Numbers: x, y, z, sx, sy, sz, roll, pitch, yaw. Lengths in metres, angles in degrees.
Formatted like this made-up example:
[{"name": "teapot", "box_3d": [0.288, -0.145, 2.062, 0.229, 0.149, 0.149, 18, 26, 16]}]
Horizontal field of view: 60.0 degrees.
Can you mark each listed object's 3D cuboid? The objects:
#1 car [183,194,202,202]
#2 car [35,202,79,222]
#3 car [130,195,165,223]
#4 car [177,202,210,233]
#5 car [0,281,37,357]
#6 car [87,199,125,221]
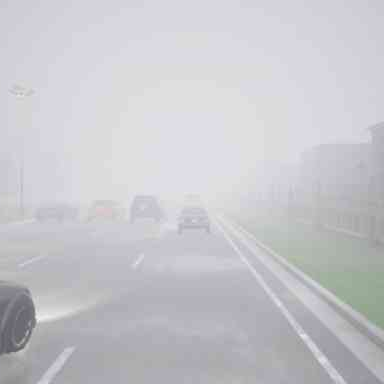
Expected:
[{"name": "car", "box_3d": [0.099, 1.237, 41.513, 2.150, 2.045, 5.566, 0, 0, 0]}, {"name": "car", "box_3d": [-10.400, 1.502, 26.020, 2.128, 1.511, 4.902, 0, 0, 0]}, {"name": "car", "box_3d": [-3.400, 1.232, 25.889, 2.150, 2.045, 5.566, 0, 0, 0]}, {"name": "car", "box_3d": [0.099, 1.555, 19.881, 2.033, 1.411, 5.357, 0, 0, 0]}, {"name": "car", "box_3d": [-3.399, 1.565, 3.489, 1.994, 1.385, 4.181, 0, 0, 0]}, {"name": "car", "box_3d": [-6.900, 1.363, 27.097, 2.097, 1.767, 4.553, 0, 0, 0]}]
